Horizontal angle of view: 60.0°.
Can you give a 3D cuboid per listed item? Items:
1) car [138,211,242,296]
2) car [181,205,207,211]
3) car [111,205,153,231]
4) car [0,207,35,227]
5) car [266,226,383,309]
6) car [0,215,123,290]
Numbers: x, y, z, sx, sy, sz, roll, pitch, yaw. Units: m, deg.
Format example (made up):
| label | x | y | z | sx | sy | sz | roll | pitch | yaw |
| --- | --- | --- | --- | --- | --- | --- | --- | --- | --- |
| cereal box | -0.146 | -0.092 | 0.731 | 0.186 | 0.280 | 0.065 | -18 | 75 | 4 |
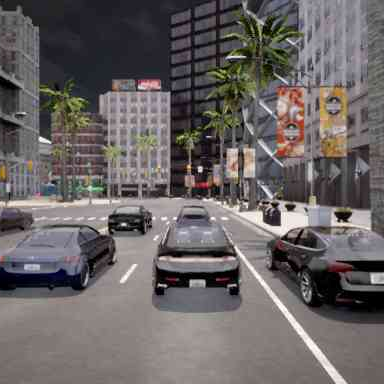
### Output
| label | x | y | z | sx | sy | sz | roll | pitch | yaw |
| --- | --- | --- | --- | --- | --- | --- | --- | --- | --- |
| car | 0.100 | 1.490 | 8.628 | 2.128 | 1.511 | 4.902 | 0 | 0 | 0 |
| car | 0.100 | 1.500 | 18.757 | 1.837 | 1.490 | 4.892 | 0 | 0 | 0 |
| car | -3.401 | 1.473 | 19.028 | 1.882 | 1.535 | 5.008 | 0 | 0 | 0 |
| car | -10.543 | 1.543 | 17.993 | 2.033 | 1.411 | 5.357 | 0 | 0 | 1 |
| car | 3.192 | 1.511 | 7.982 | 2.161 | 1.482 | 4.786 | 0 | 0 | -1 |
| car | -3.398 | 1.562 | 9.059 | 1.994 | 1.385 | 4.181 | 0 | 0 | 0 |
